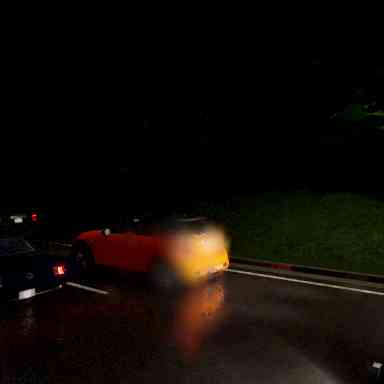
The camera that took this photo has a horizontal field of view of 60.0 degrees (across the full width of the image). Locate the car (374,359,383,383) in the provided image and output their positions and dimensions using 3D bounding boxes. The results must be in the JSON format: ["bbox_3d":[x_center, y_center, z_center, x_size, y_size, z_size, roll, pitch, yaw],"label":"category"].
[{"bbox_3d":[3.708,1.547,1.341,5.357,1.411,2.033,0,0,35],"label":"car"}]

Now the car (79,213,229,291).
[{"bbox_3d":[-1.337,1.352,9.251,4.553,1.767,2.097,0,0,36],"label":"car"}]

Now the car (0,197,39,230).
[{"bbox_3d":[-9.083,1.222,14.777,5.566,2.045,2.150,0,0,36],"label":"car"}]

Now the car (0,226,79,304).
[{"bbox_3d":[-4.863,1.601,7.465,4.718,1.301,1.895,0,0,35],"label":"car"}]
